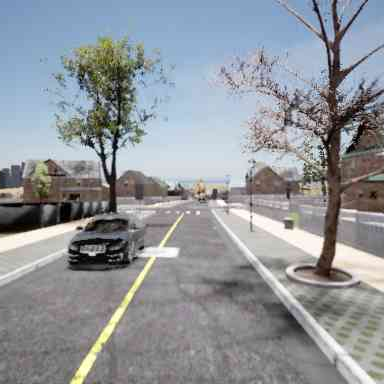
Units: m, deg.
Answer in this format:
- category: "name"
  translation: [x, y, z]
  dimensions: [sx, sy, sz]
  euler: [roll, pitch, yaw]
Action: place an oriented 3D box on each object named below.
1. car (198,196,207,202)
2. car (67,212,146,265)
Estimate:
- category: "car"
  translation: [2.738, 1.865, 90.777]
  dimensions: [2.097, 1.767, 4.553]
  euler: [0, -1, 4]
- category: "car"
  translation: [-2.787, 1.519, 11.797]
  dimensions: [1.837, 1.490, 4.892]
  euler: [0, 0, 1]
